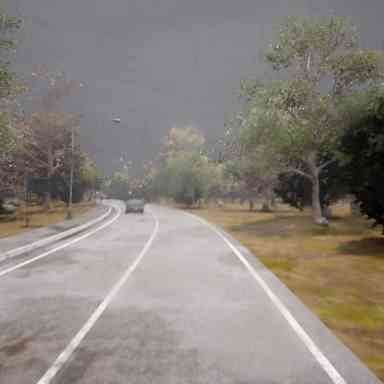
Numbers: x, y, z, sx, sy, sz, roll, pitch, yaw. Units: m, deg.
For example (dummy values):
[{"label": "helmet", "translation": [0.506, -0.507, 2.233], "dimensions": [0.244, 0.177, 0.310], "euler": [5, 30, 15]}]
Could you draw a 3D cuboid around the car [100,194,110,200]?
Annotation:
[{"label": "car", "translation": [-19.394, 1.263, 74.081], "dimensions": [1.812, 1.442, 4.674], "euler": [2, -1, -25]}]

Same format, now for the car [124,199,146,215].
[{"label": "car", "translation": [-5.917, 1.489, 34.500], "dimensions": [1.837, 1.490, 4.892], "euler": [1, 0, -10]}]
